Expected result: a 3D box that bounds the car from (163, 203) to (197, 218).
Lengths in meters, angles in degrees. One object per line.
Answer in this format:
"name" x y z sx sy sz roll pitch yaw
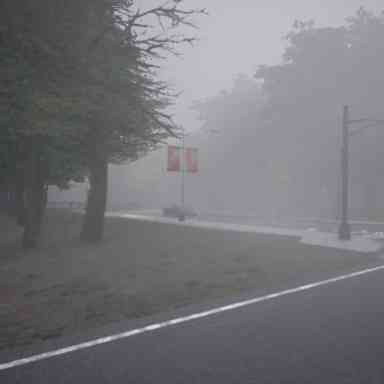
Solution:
"car" -1.411 1.936 34.971 1.812 1.442 4.674 1 -1 -35
